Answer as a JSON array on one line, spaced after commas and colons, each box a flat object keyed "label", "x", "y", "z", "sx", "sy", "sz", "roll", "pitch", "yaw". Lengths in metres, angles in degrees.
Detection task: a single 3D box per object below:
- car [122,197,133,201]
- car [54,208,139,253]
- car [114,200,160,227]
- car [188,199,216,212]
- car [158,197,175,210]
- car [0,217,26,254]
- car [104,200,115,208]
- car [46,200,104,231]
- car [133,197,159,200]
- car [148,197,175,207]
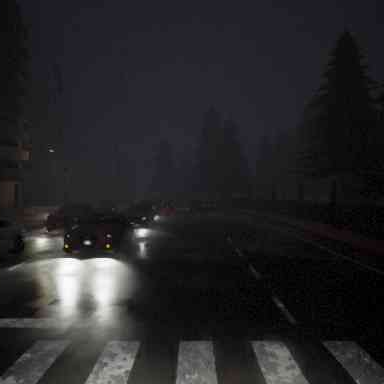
[{"label": "car", "x": -8.917, "y": 1.474, "z": 50.227, "sx": 2.033, "sy": 1.411, "sz": 5.357, "roll": 0, "pitch": 0, "yaw": -41}, {"label": "car", "x": -3.585, "y": 1.544, "z": 13.374, "sx": 1.994, "sy": 1.385, "sz": 4.181, "roll": 0, "pitch": 0, "yaw": 0}, {"label": "car", "x": -3.626, "y": 1.514, "z": 22.994, "sx": 2.033, "sy": 1.411, "sz": 5.357, "roll": 0, "pitch": 0, "yaw": 0}, {"label": "car", "x": 1.121, "y": 1.491, "z": 38.795, "sx": 2.033, "sy": 1.411, "sz": 5.357, "roll": 0, "pitch": 0, "yaw": -18}, {"label": "car", "x": -3.826, "y": 1.540, "z": 41.580, "sx": 1.895, "sy": 1.301, "sz": 4.718, "roll": 0, "pitch": 0, "yaw": -24}, {"label": "car", "x": -7.085, "y": 1.510, "z": 10.648, "sx": 1.812, "sy": 1.442, "sz": 4.674, "roll": 0, "pitch": 0, "yaw": 0}, {"label": "car", "x": -7.803, "y": 1.481, "z": 30.549, "sx": 1.812, "sy": 1.442, "sz": 4.674, "roll": 0, "pitch": 0, "yaw": -9}, {"label": "car", "x": -7.152, "y": 1.448, "z": 20.345, "sx": 1.882, "sy": 1.535, "sz": 5.008, "roll": 0, "pitch": 0, "yaw": -1}, {"label": "car", "x": -4.661, "y": 1.477, "z": 33.135, "sx": 1.812, "sy": 1.442, "sz": 4.674, "roll": 0, "pitch": 0, "yaw": -11}, {"label": "car", "x": -4.715, "y": 1.452, "z": 50.431, "sx": 1.812, "sy": 1.442, "sz": 4.674, "roll": 0, "pitch": 0, "yaw": -37}]
